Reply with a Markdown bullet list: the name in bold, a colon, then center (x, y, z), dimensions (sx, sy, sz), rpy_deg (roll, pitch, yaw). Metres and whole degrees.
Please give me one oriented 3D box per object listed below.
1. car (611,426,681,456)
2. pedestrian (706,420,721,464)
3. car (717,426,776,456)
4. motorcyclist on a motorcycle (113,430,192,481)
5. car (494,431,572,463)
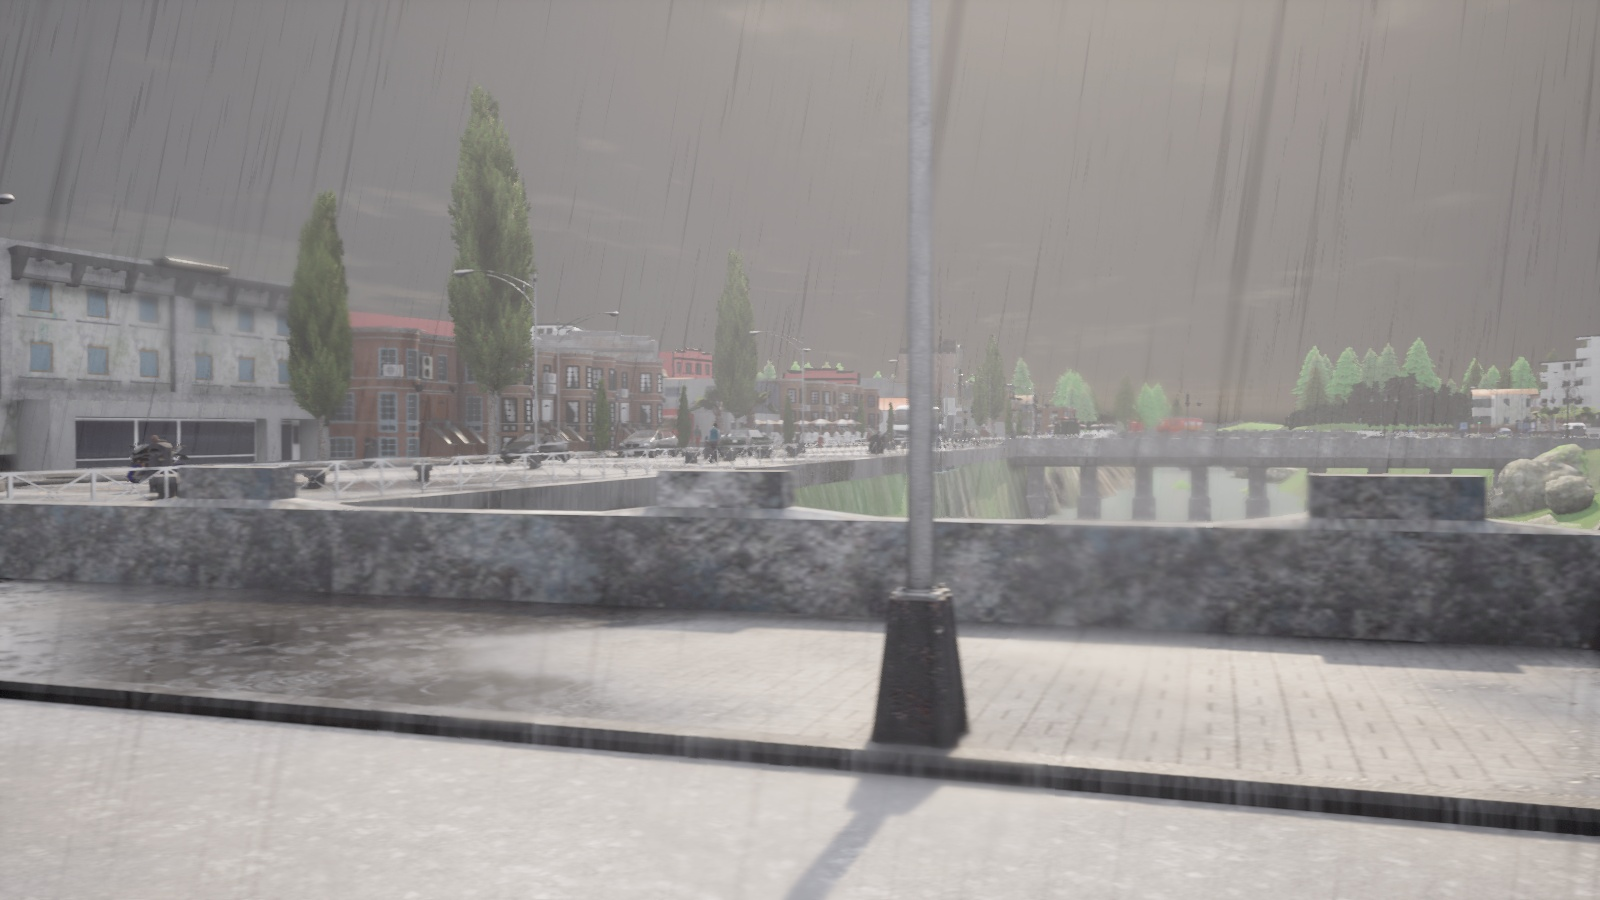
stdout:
- **car**: center (-8.811, -0.522, 72.419), dimensions (2.242, 1.667, 4.611), rpy_deg (1, 1, 19)
- **pedestrian**: center (-3.785, -0.361, 55.147), dimensions (0.396, 1.930, 0.692), rpy_deg (1, 1, 23)
- **car**: center (-3.205, -0.553, 76.548), dimensions (2.097, 1.767, 4.553), rpy_deg (1, 1, 19)
- **motorcyclist on a motorcycle**: center (-20.064, 0.162, 38.947), dimensions (0.866, 1.530, 2.191), rpy_deg (1, 1, 19)
- **car**: center (-12.817, -0.177, 60.506), dimensions (1.816, 1.474, 4.193), rpy_deg (1, 1, 19)
